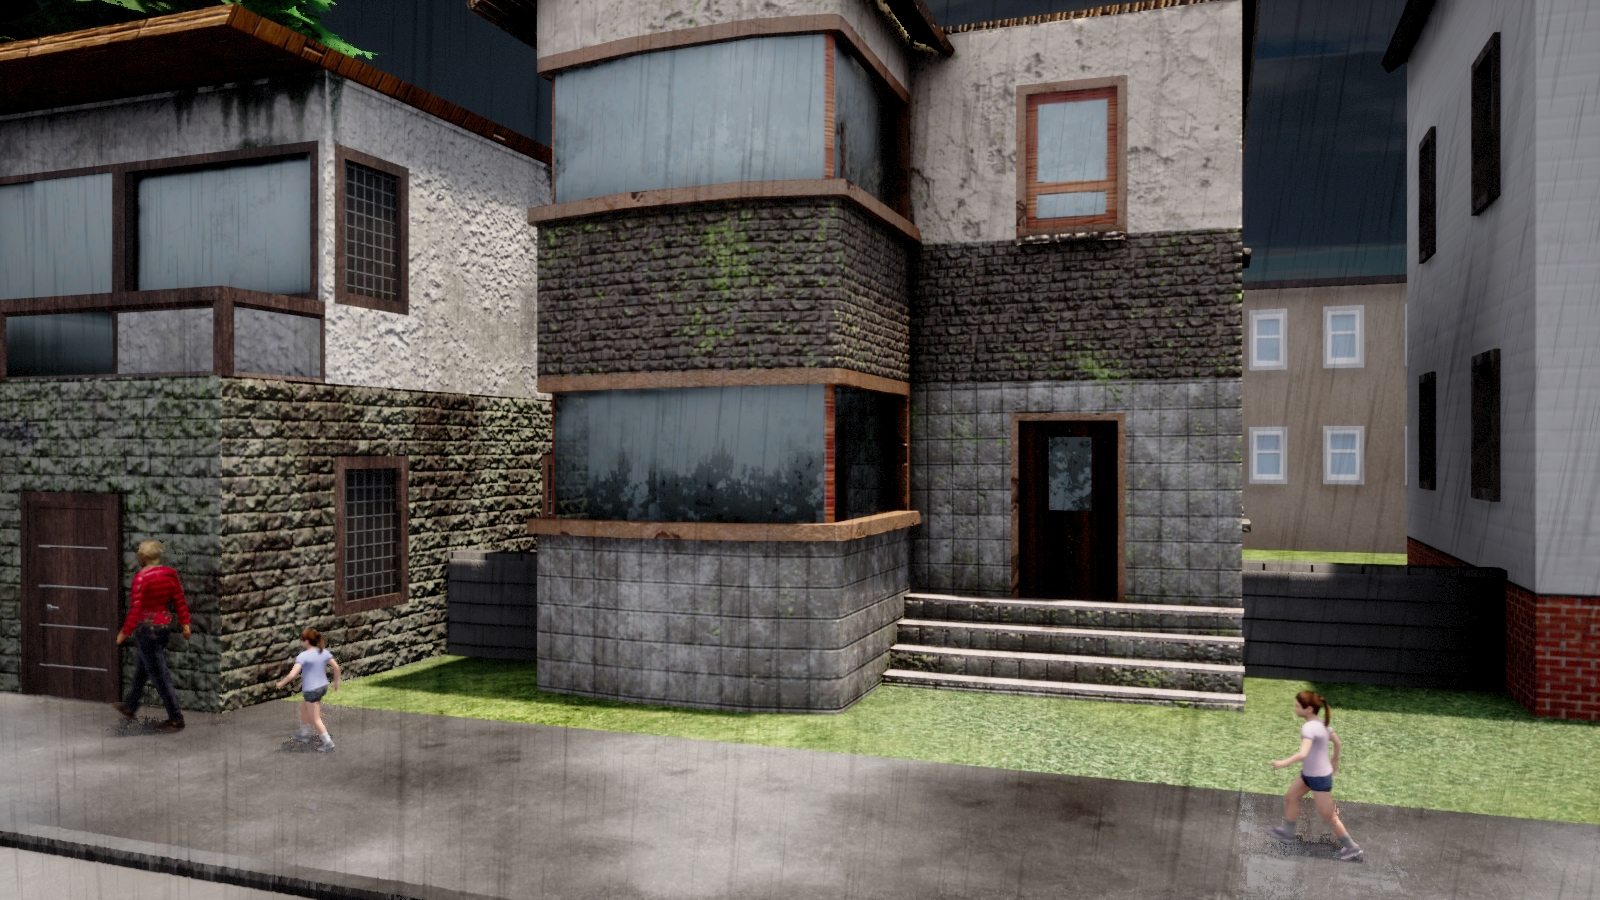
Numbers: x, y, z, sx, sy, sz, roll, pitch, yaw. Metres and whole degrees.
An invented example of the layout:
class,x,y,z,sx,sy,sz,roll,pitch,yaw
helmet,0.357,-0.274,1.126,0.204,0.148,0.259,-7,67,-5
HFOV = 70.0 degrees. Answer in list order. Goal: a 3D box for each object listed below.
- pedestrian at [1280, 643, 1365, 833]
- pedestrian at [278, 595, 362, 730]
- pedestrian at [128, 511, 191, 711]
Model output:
class,x,y,z,sx,sy,sz,roll,pitch,yaw
pedestrian,3.504,1.902,7.650,0.500,1.100,0.500,0,0,27
pedestrian,-4.334,1.904,10.326,0.500,1.100,0.500,0,0,19
pedestrian,-6.130,1.523,10.944,0.375,1.860,0.375,0,0,13
